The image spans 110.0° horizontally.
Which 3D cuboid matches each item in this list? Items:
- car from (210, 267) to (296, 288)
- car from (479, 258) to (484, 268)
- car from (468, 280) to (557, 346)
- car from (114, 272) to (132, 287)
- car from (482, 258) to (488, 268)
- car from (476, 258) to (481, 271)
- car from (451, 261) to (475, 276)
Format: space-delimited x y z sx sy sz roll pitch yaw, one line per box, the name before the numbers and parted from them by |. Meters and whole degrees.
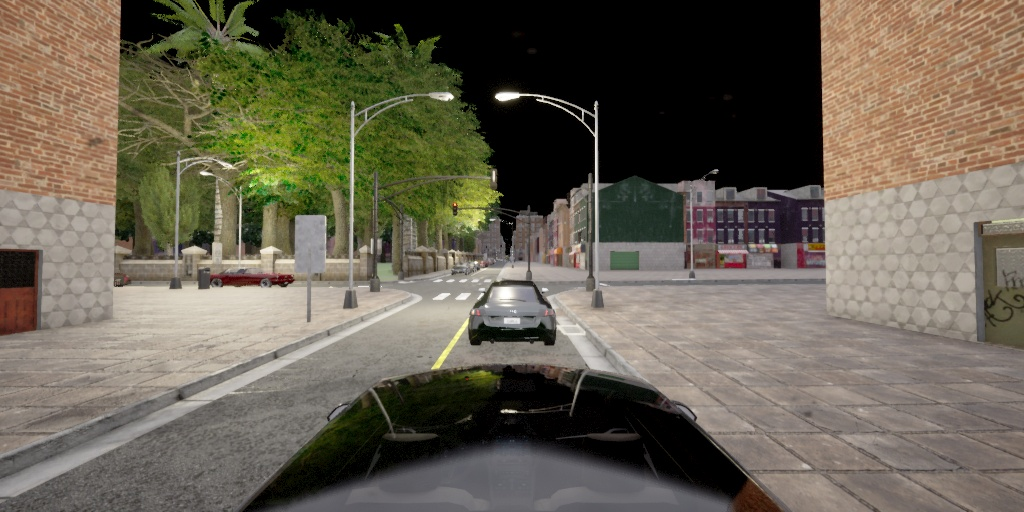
car | -16.094 1.341 22.052 4.718 1.301 1.895 0 -1 0
car | -5.504 1.370 51.042 1.948 1.339 4.313 0 0 0
car | 0.035 1.317 9.448 1.994 1.385 4.181 0 0 1
car | -26.185 1.299 22.019 4.181 1.385 1.994 0 -1 0
car | -5.570 1.416 61.941 1.802 1.307 4.207 0 0 0
car | -5.471 1.344 45.592 2.007 1.370 4.403 0 0 0
car | -5.455 1.332 38.456 2.007 1.370 4.403 0 0 0
